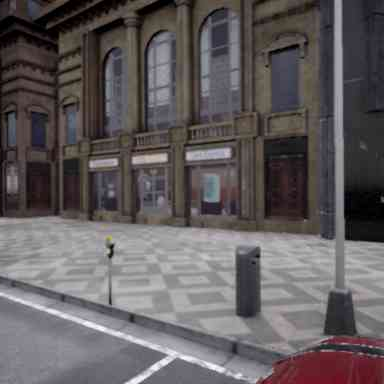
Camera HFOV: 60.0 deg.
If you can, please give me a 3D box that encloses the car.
[{"bbox_3d":[2.069,1.427,1.508,4.097,1.590,1.967,-1,0,35],"label":"car"}]
